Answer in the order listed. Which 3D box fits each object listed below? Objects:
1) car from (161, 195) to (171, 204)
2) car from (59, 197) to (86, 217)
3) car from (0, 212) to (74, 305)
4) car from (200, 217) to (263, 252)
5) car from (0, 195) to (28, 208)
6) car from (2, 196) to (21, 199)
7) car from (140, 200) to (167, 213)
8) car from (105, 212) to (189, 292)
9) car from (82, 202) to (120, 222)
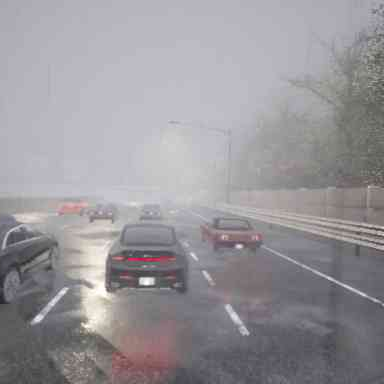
[{"bbox_3d":[-5.799,2.086,77.097,1.812,1.442,4.674,2,-1,-7],"label":"car"},{"bbox_3d":[-10.814,1.272,31.028,2.097,1.767,4.553,2,-1,-7],"label":"car"},{"bbox_3d":[-4.545,1.409,7.759,2.128,1.511,4.902,2,-1,-7],"label":"car"},{"bbox_3d":[1.553,1.789,14.899,1.895,1.301,4.718,2,-1,-7],"label":"car"},{"bbox_3d":[-22.869,1.165,42.117,2.033,1.411,5.357,2,-1,-6],"label":"car"},{"bbox_3d":[-8.705,1.178,13.180,2.097,1.767,4.553,2,-1,-7],"label":"car"},{"bbox_3d":[-3.334,1.686,27.288,2.033,1.411,5.357,2,-1,-7],"label":"car"},{"bbox_3d":[-1.175,1.548,9.047,1.837,1.490,4.892,2,-1,-7],"label":"car"},{"bbox_3d":[-6.674,1.558,25.742,2.033,1.411,5.357,2,-1,-7],"label":"car"}]
